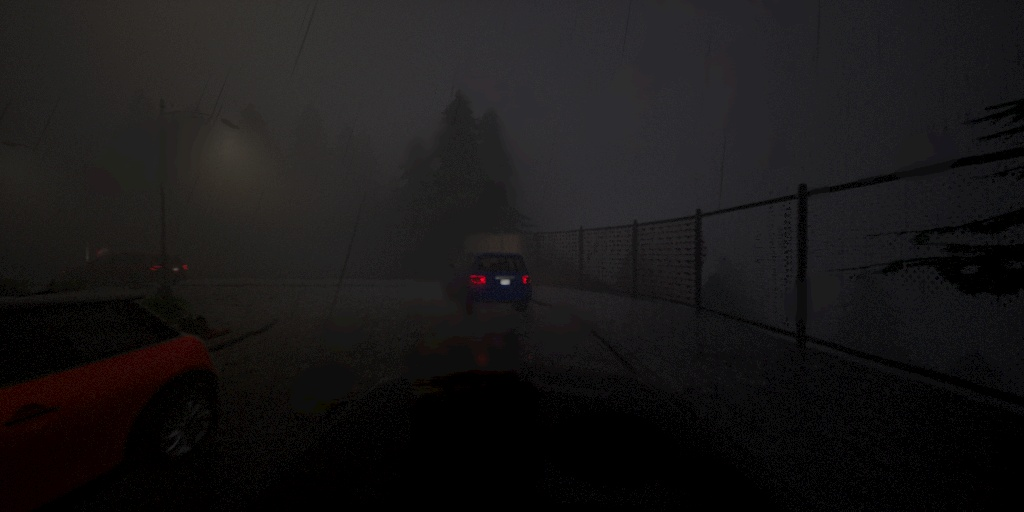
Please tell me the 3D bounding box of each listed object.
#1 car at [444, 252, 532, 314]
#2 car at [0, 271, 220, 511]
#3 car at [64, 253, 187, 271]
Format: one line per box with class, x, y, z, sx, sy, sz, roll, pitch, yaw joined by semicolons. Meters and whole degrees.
car;-1.063;0.880;13.552;2.150;2.045;5.566;1;0;-19
car;-4.087;1.101;1.775;2.097;1.767;4.553;0;0;0
car;-21.341;0.829;19.891;5.566;2.045;2.150;0;0;-1
